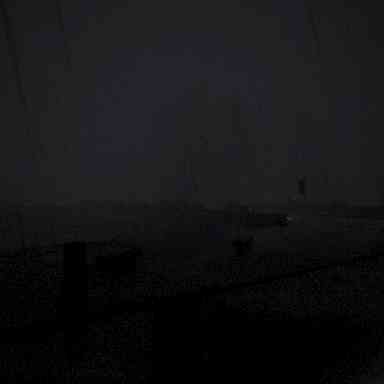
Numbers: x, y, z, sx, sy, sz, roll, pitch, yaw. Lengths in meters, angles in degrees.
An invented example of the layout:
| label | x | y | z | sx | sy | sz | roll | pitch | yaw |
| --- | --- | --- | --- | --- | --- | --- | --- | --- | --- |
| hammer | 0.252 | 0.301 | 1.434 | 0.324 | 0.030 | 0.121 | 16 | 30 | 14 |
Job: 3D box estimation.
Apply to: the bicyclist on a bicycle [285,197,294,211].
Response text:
| label | x | y | z | sx | sy | sz | roll | pitch | yaw |
| --- | --- | --- | --- | --- | --- | --- | --- | --- | --- |
| bicyclist on a bicycle | 11.041 | 1.362 | 37.542 | 1.656 | 1.620 | 0.582 | 0 | 0 | -35 |

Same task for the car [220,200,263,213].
| label | x | y | z | sx | sy | sz | roll | pitch | yaw |
| --- | --- | --- | --- | --- | --- | --- | --- | --- | --- |
| car | 4.664 | 1.535 | 32.053 | 1.812 | 1.442 | 4.674 | 0 | 0 | -36 |

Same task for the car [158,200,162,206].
| label | x | y | z | sx | sy | sz | roll | pitch | yaw |
| --- | --- | --- | --- | --- | --- | --- | --- | --- | --- |
| car | -3.598 | 1.558 | 50.688 | 2.033 | 1.411 | 5.357 | 0 | 0 | -35 |

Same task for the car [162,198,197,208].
| label | x | y | z | sx | sy | sz | roll | pitch | yaw |
| --- | --- | --- | --- | --- | --- | --- | --- | --- | --- |
| car | -1.163 | 1.500 | 40.207 | 2.128 | 1.511 | 4.902 | 0 | 0 | -35 |

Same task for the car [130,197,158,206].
| label | x | y | z | sx | sy | sz | roll | pitch | yaw |
| --- | --- | --- | --- | --- | --- | --- | --- | --- | --- |
| car | -7.383 | 1.486 | 48.981 | 1.882 | 1.535 | 5.008 | 0 | 0 | -35 |
